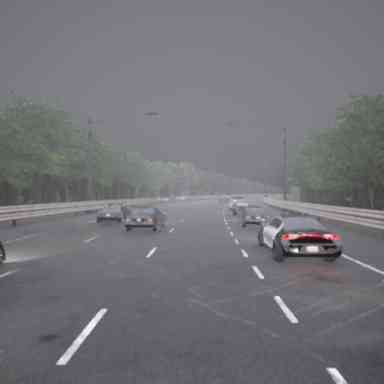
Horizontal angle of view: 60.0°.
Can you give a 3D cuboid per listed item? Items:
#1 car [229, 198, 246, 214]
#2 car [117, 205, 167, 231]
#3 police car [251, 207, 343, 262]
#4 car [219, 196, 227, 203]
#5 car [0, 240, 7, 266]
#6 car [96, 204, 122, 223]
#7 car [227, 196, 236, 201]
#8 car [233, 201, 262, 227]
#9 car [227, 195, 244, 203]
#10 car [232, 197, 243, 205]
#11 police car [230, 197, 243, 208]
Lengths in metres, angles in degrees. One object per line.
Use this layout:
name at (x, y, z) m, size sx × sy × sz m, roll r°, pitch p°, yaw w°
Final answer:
car at (4.991, 1.644, 33.766) m, size 1.812 × 1.442 × 4.674 m, roll 0°, pitch 0°, yaw 5°
car at (-2.804, 1.613, 20.858) m, size 2.033 × 1.411 × 5.357 m, roll 0°, pitch 0°, yaw 3°
police car at (3.714, 1.549, 12.456) m, size 2.038 × 1.542 × 4.974 m, roll 0°, pitch 0°, yaw 2°
car at (7.228, 1.725, 75.847) m, size 2.128 × 1.511 × 4.902 m, roll 0°, pitch 0°, yaw 12°
car at (-6.756, 1.585, 8.609) m, size 1.994 × 1.385 × 4.181 m, roll 0°, pitch 0°, yaw 1°
car at (-5.973, 1.645, 26.160) m, size 1.994 × 1.385 × 4.181 m, roll 0°, pitch 0°, yaw 4°
car at (11.081, 1.859, 93.816) m, size 1.895 × 1.301 × 4.718 m, roll 0°, pitch 0°, yaw 14°
car at (4.211, 1.627, 23.119) m, size 2.033 × 1.411 × 5.357 m, roll 0°, pitch 0°, yaw 3°
car at (6.057, 1.381, 44.419) m, size 2.150 × 2.045 × 5.566 m, roll 0°, pitch 0°, yaw 6°
car at (9.021, 1.798, 65.528) m, size 2.033 × 1.411 × 5.357 m, roll 0°, pitch 0°, yaw 10°
police car at (7.396, 1.710, 54.978) m, size 2.038 × 1.542 × 4.974 m, roll 0°, pitch 0°, yaw 8°
